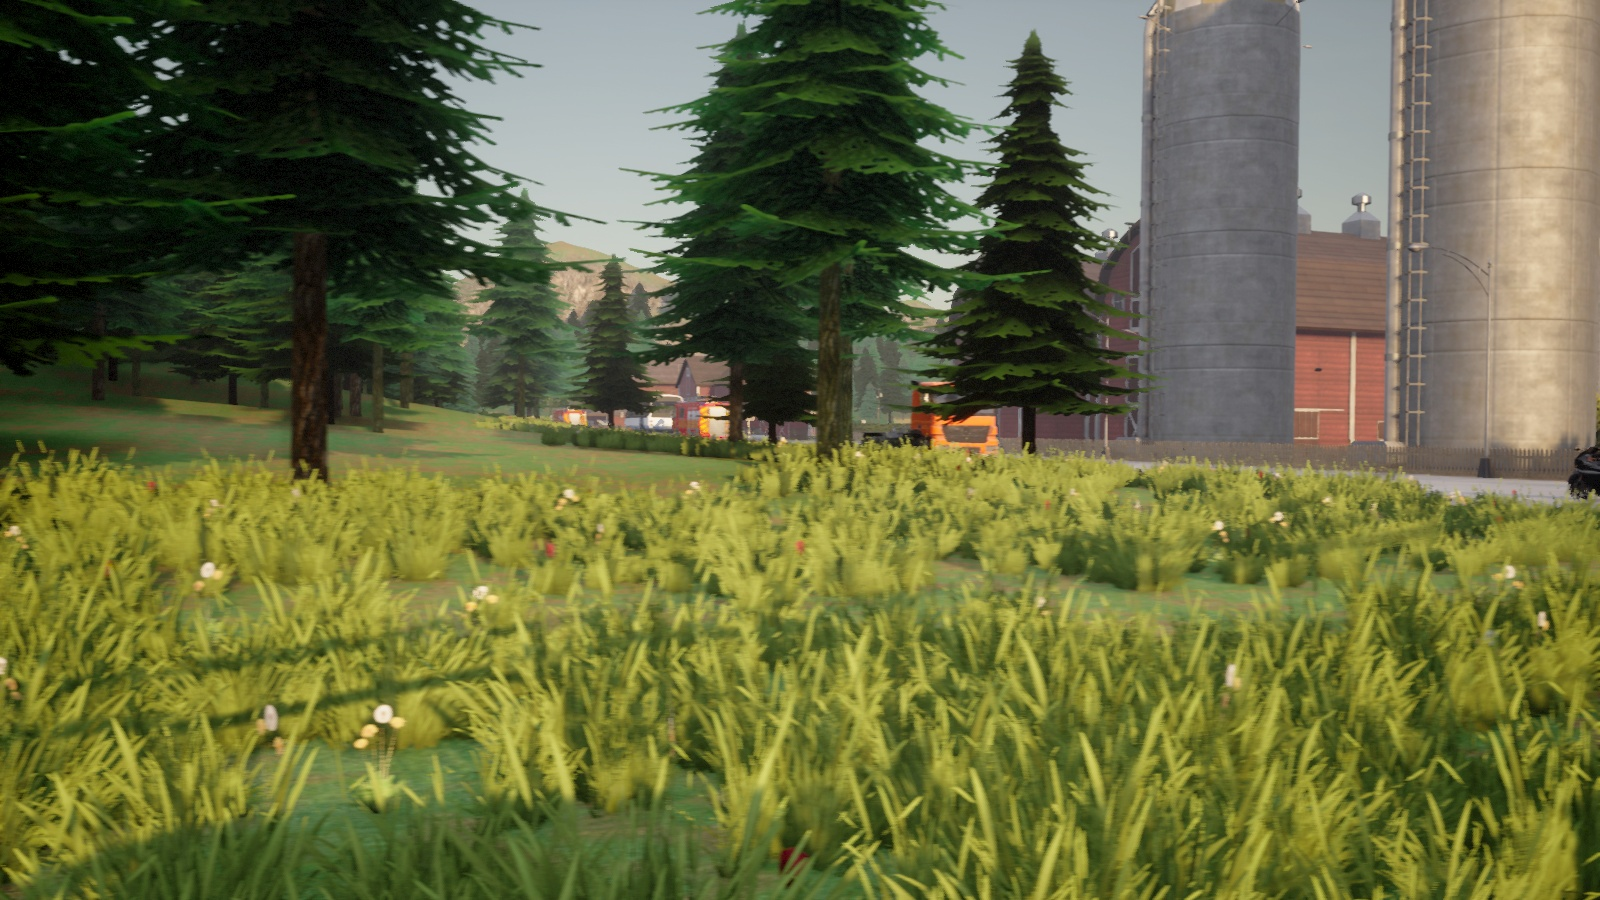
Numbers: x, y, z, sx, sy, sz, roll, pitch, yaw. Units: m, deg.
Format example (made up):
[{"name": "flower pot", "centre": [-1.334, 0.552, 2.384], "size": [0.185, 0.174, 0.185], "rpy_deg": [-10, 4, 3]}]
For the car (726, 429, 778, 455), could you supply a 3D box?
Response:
[{"name": "car", "centre": [-2.857, -0.501, 74.014], "size": [1.816, 1.474, 4.193], "rpy_deg": [-1, 1, -20]}]

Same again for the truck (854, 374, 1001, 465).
[{"name": "truck", "centre": [5.130, -1.231, 52.319], "size": [2.891, 3.462, 7.936], "rpy_deg": [-1, 1, -20]}]

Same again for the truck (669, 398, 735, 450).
[{"name": "truck", "centre": [-7.662, -2.003, 97.097], "size": [2.891, 3.827, 8.468], "rpy_deg": [-1, 1, -20]}]

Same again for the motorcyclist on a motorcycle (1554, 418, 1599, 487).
[{"name": "motorcyclist on a motorcycle", "centre": [17.956, 0.048, 27.709], "size": [0.866, 1.530, 2.191], "rpy_deg": [-1, 1, -20]}]
